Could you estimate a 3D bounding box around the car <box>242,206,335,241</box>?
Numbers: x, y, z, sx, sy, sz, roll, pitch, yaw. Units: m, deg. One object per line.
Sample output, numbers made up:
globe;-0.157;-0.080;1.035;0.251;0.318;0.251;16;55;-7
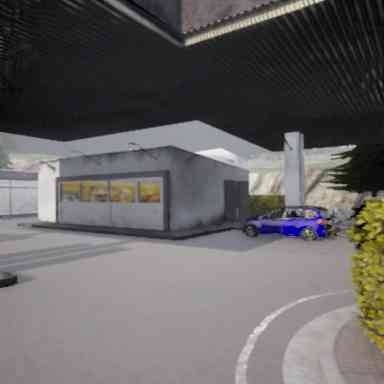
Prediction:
car;4.871;1.551;17.263;4.611;1.667;2.242;-1;0;35
